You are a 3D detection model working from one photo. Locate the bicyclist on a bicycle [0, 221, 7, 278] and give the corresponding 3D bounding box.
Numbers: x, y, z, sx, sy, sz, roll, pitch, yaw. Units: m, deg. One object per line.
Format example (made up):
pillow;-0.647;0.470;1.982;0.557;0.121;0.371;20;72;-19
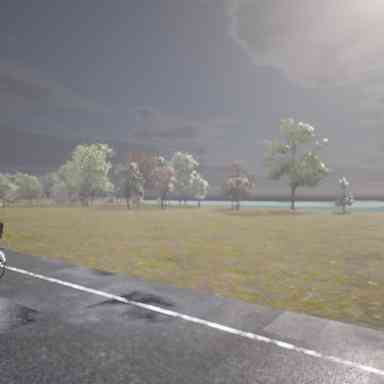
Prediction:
bicyclist on a bicycle;-5.594;1.429;9.217;1.843;1.776;0.659;0;-1;37
